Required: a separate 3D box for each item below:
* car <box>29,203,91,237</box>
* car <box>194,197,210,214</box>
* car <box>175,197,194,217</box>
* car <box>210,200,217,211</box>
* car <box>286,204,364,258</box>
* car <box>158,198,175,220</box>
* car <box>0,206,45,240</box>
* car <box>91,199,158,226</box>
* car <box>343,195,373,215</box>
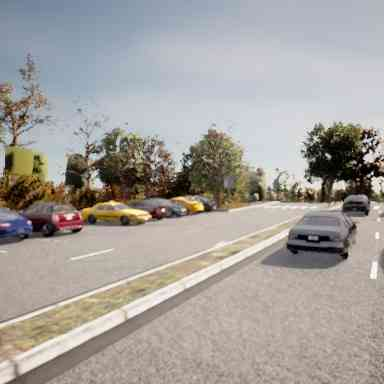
[{"bbox_3d":[-8.182,1.371,18.289,4.553,1.767,2.185,-1,0,30],"label":"car"},{"bbox_3d":[-1.351,1.262,30.242,5.008,1.535,2.097,-1,1,30],"label":"car"},{"bbox_3d":[-2.731,1.315,27.860,4.892,1.521,2.231,-1,1,30],"label":"car"},{"bbox_3d":[0.021,1.208,32.631,4.892,1.521,2.231,-1,1,30],"label":"car"},{"bbox_3d":[4.935,1.393,12.234,2.033,1.411,5.357,-1,1,30],"label":"car"},{"bbox_3d":[-4.119,1.396,25.487,4.792,1.488,2.163,-1,1,30],"label":"car"},{"bbox_3d":[-9.579,1.570,15.909,4.674,1.452,2.002,-1,0,30],"label":"car"},{"bbox_3d":[-5.307,1.407,22.986,5.366,1.575,1.946,-1,1,30],"label":"car"},{"bbox_3d":[13.522,0.993,27.166,1.837,1.490,4.892,-1,1,31],"label":"car"}]
